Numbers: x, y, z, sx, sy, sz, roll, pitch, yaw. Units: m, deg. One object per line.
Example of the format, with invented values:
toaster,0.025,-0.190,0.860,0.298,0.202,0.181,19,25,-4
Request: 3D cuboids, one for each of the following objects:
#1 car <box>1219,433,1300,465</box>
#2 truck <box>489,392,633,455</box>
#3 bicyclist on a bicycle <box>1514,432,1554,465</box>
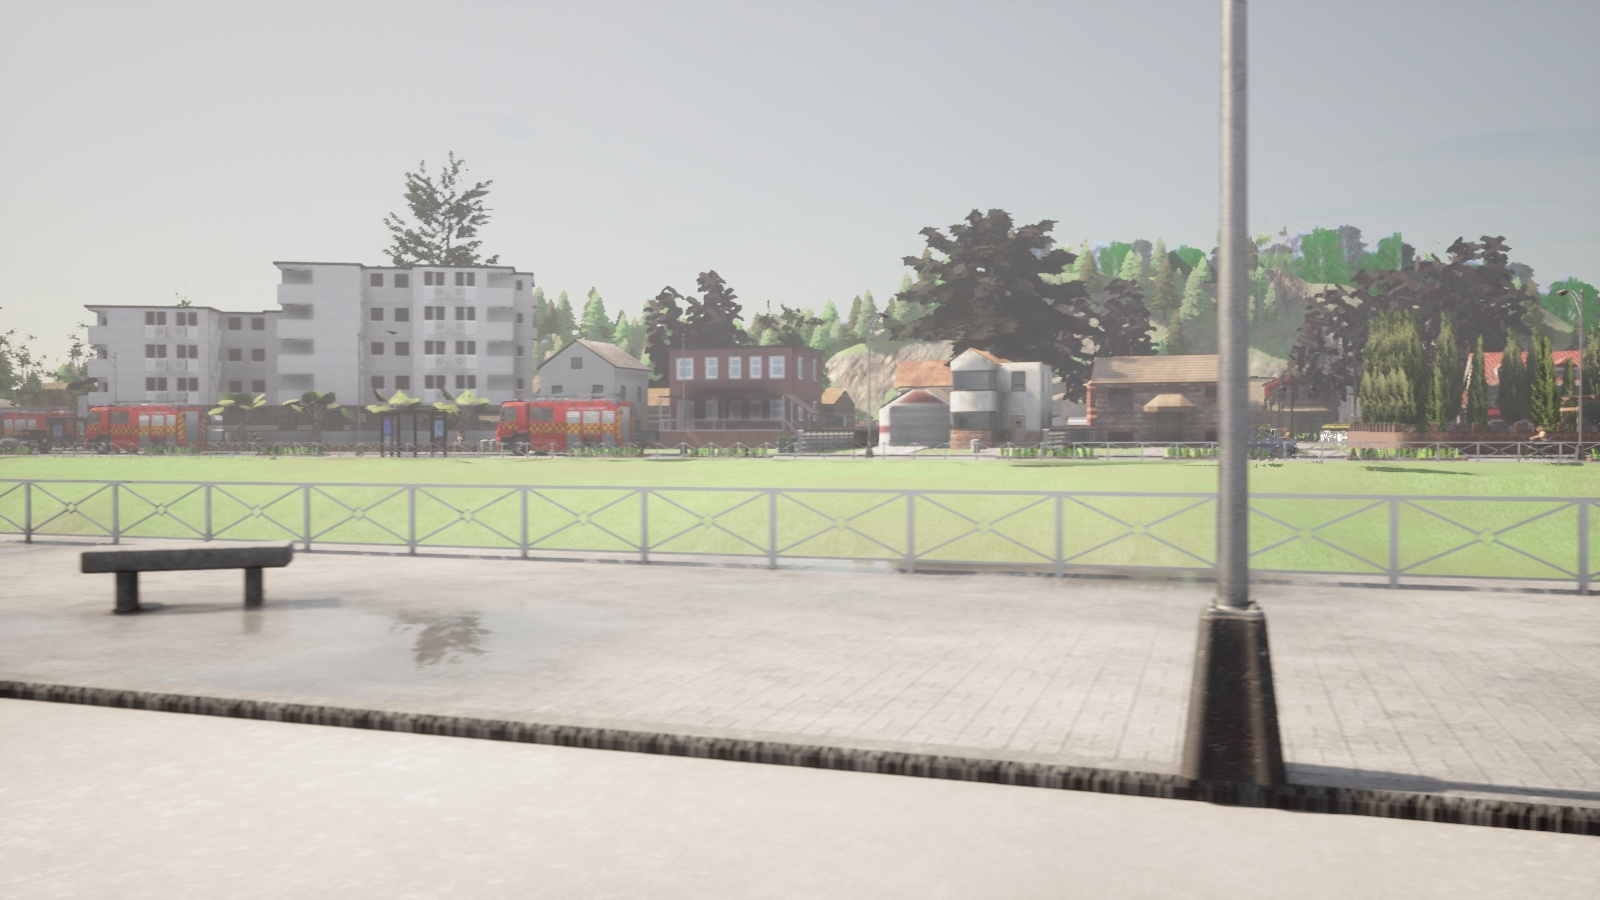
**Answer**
car,22.367,-0.057,61.278,3.633,1.501,1.845,1,1,19
truck,-14.860,-1.643,78.014,8.468,3.827,2.891,1,1,19
bicyclist on a bicycle,35.675,-0.080,61.022,1.509,1.612,0.866,1,1,18
